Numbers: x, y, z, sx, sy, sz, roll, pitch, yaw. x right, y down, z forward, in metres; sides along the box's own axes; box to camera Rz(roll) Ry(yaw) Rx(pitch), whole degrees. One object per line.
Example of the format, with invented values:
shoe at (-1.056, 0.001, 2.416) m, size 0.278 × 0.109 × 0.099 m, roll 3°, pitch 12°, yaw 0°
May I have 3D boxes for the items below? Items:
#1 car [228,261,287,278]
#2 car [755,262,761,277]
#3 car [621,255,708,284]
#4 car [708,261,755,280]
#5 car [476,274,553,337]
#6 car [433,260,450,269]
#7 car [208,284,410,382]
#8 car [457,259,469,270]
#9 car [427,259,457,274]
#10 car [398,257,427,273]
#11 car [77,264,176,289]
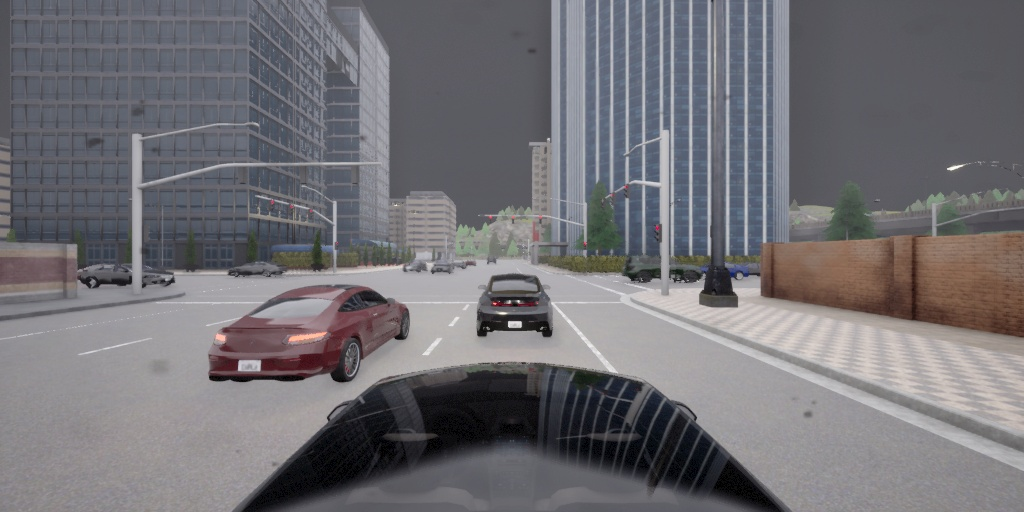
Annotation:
car at (-23.652, 1.241, 33.392) m, size 4.902 × 1.511 × 2.128 m, roll 0°, pitch 0°, yaw 0°
car at (22.616, 1.297, 33.867) m, size 5.357 × 1.411 × 2.033 m, roll 0°, pitch 0°, yaw -1°
car at (10.971, 0.971, 26.555) m, size 5.566 × 2.045 × 2.150 m, roll 0°, pitch 0°, yaw 0°
car at (17.212, 1.228, 30.319) m, size 5.008 × 1.535 × 1.882 m, roll 0°, pitch 0°, yaw 0°
car at (0.065, 1.255, 10.275) m, size 1.837 × 1.490 × 4.892 m, roll 0°, pitch 0°, yaw 0°
car at (-11.537, 1.314, 59.129) m, size 1.994 × 1.385 × 4.181 m, roll 0°, pitch 0°, yaw -1°
car at (-3.437, 1.276, 7.010) m, size 1.812 × 1.442 × 4.674 m, roll 0°, pitch 0°, yaw 0°
car at (-7.957, 1.275, 53.254) m, size 1.812 × 1.442 × 4.674 m, roll 0°, pitch 0°, yaw -1°
car at (-7.723, 1.314, 39.870) m, size 1.994 × 1.385 × 4.181 m, roll 0°, pitch 0°, yaw -1°
car at (-11.506, 1.241, 42.829) m, size 2.128 × 1.511 × 4.902 m, roll 0°, pitch 0°, yaw 3°
car at (-24.228, 1.241, 22.716) m, size 4.902 × 1.511 × 2.128 m, roll 0°, pitch 0°, yaw 0°
